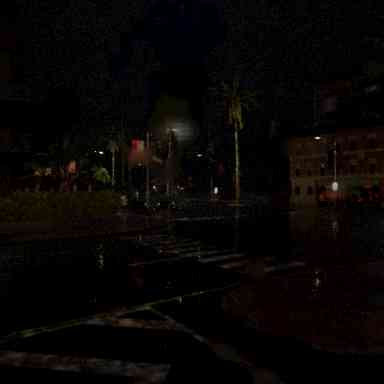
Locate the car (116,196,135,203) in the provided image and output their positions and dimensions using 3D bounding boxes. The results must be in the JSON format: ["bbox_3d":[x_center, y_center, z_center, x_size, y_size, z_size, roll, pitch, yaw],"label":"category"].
[{"bbox_3d":[-13.805,1.502,68.746,1.812,1.442,4.674,0,0,-39],"label":"car"}]

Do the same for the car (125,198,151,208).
[{"bbox_3d":[-7.848,1.586,48.315,1.895,1.301,4.718,0,0,-35],"label":"car"}]

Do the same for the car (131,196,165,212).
[{"bbox_3d":[-5.516,1.339,38.895,2.097,1.767,4.553,0,0,-35],"label":"car"}]

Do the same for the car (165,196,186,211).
[{"bbox_3d":[-2.682,1.337,40.955,2.097,1.767,4.553,0,0,-35],"label":"car"}]
